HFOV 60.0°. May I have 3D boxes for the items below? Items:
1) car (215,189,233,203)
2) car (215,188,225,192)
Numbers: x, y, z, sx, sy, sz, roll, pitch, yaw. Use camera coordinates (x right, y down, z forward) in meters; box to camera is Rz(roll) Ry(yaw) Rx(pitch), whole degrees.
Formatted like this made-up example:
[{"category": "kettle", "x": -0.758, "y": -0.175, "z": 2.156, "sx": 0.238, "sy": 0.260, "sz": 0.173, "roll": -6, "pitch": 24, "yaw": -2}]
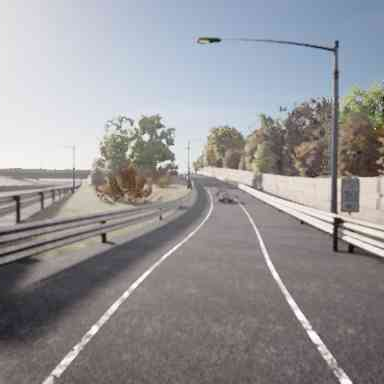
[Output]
[{"category": "car", "x": 4.488, "y": 0.736, "z": 45.066, "sx": 1.895, "sy": 1.301, "sz": 4.718, "roll": 1, "pitch": 3, "yaw": 3}, {"category": "car", "x": 4.909, "y": 0.010, "z": 55.221, "sx": 1.994, "sy": 1.385, "sz": 4.181, "roll": 1, "pitch": 5, "yaw": 1}]
